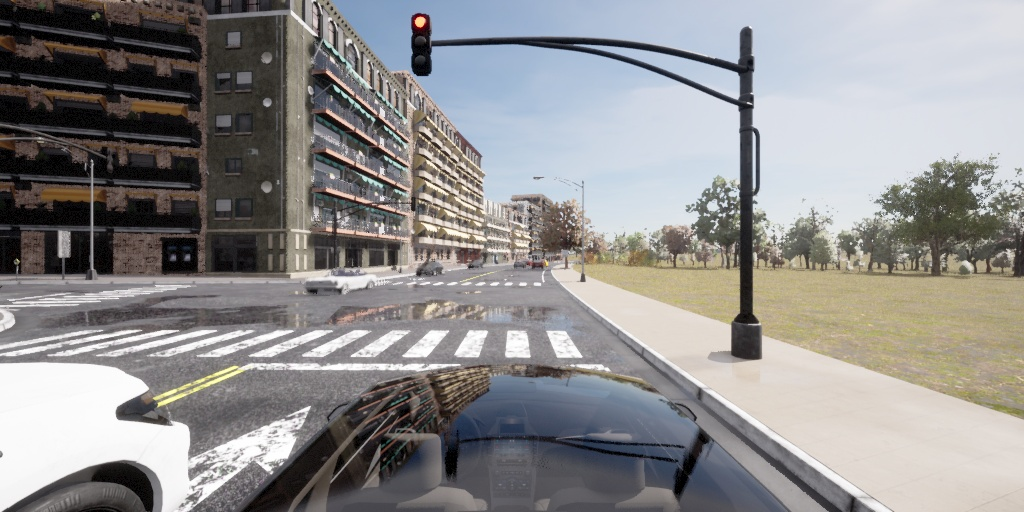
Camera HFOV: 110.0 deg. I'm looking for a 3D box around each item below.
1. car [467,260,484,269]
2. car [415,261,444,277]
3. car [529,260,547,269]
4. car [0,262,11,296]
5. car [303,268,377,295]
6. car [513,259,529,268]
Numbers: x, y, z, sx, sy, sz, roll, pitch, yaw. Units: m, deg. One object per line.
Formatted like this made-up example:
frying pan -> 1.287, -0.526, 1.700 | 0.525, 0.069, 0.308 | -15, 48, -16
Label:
car -> -5.917, 1.409, 58.689 | 1.837, 1.490, 4.892 | 0, 0, 8
car -> -8.321, 1.321, 36.743 | 1.837, 1.490, 4.892 | 0, 0, 5
car -> 4.594, 1.405, 62.056 | 1.882, 1.535, 5.008 | 0, 0, 8
car -> -23.799, 0.914, 13.606 | 5.357, 1.411, 2.033 | 1, 0, -19
car -> -9.396, 1.369, 20.010 | 1.895, 1.301, 4.718 | 0, 0, 3
car -> 1.431, 1.426, 63.841 | 2.128, 1.511, 4.902 | 0, 0, 9
